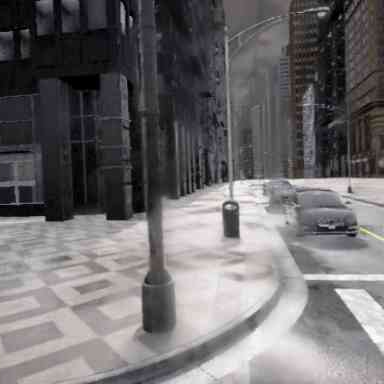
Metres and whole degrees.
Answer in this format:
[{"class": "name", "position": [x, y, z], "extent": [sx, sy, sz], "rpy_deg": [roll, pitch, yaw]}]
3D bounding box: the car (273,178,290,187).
[{"class": "car", "position": [13.741, -1.488, 51.348], "extent": [1.895, 1.301, 4.718], "rpy_deg": [-2, 3, 9]}]

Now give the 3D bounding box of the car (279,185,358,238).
[{"class": "car", "position": [4.558, 0.669, 12.380], "extent": [1.837, 1.490, 4.892], "rpy_deg": [-2, 3, 9]}]

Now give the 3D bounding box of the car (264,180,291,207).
[{"class": "car", "position": [6.106, 0.173, 22.204], "extent": [1.994, 1.385, 4.181], "rpy_deg": [-2, 3, 9]}]

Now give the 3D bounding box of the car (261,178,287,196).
[{"class": "car", "position": [7.742, -0.462, 32.319], "extent": [2.128, 1.511, 4.902], "rpy_deg": [-2, 3, 9]}]
